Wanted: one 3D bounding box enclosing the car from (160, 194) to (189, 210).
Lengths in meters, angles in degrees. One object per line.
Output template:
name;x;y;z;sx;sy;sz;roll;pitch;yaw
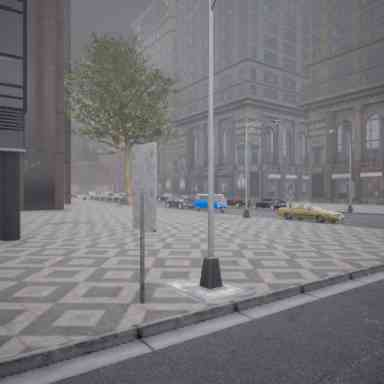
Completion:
car;-1.404;1.230;37.753;2.008;1.369;4.403;1;0;-35

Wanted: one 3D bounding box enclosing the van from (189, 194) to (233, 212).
van;1.819;1.091;33.150;1.690;1.788;3.998;1;0;-35

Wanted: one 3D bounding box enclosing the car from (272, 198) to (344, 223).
car;8.359;1.398;23.803;1.752;1.417;4.829;1;0;-35

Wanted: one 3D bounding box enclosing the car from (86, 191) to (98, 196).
car;-26.639;0.472;88.666;1.802;1.307;4.206;1;0;-35

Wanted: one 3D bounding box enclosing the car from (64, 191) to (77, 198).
car;-27.175;0.484;74.570;1.967;1.590;4.097;1;0;-35

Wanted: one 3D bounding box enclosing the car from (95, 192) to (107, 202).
car;-14.291;0.911;56.164;2.008;1.369;4.403;1;0;-35

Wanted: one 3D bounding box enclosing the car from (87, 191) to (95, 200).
car;-17.512;0.830;60.766;2.008;1.369;4.403;1;0;-35

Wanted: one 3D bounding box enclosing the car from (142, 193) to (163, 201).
car;-7.311;0.910;61.058;2.008;1.369;4.403;1;0;-35

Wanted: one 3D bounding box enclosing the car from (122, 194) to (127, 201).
car;-7.751;1.051;46.821;1.752;1.417;4.829;1;0;-35

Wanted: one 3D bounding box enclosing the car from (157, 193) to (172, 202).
car;-4.087;0.881;56.457;1.967;1.590;4.097;1;0;-35

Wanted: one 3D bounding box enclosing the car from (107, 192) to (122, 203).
car;-11.069;0.992;51.562;2.008;1.369;4.403;1;0;-35

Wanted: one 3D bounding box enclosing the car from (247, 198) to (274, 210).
car;8.796;1.315;38.048;1.947;1.339;4.313;1;0;-35

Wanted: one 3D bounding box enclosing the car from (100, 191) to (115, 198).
car;-20.196;0.588;79.463;1.887;1.381;4.507;1;0;-35

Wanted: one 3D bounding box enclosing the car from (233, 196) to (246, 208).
car;5.576;1.224;42.649;1.887;1.381;4.507;1;0;-35
